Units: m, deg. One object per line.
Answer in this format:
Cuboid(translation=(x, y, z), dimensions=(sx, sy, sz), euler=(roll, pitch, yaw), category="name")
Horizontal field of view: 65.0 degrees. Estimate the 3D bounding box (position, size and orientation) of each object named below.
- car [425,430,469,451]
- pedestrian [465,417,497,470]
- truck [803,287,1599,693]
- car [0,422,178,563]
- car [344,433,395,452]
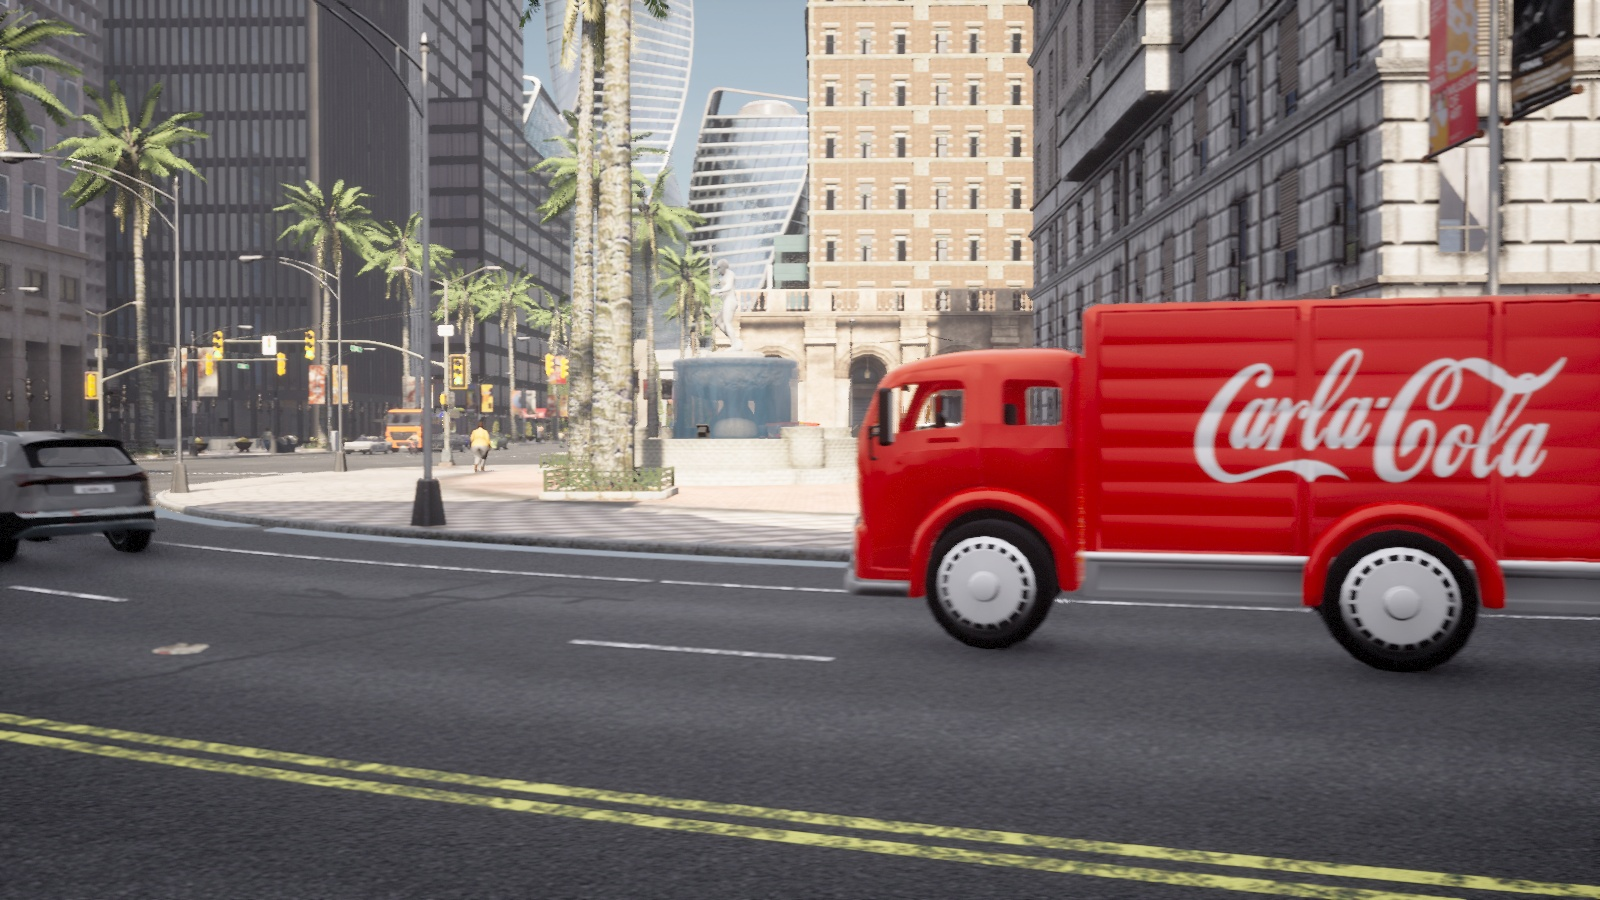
Cuboid(translation=(-26.826, -0.737, 95.636), dimensions=(1.837, 1.490, 4.892), euler=(0, 1, 2), category="car")
Cuboid(translation=(-11.156, -0.232, 43.928), dimensions=(0.874, 1.855, 0.900), euler=(0, 1, 1), category="pedestrian")
Cuboid(translation=(2.890, 0.205, 9.586), dimensions=(5.204, 2.467, 2.627), euler=(0, 1, 16), category="truck")
Cuboid(translation=(-10.626, 0.454, 17.021), dimensions=(4.856, 1.649, 2.033), euler=(1, 1, 38), category="car")
Cuboid(translation=(-30.529, -0.557, 89.162), dimensions=(1.895, 1.301, 4.718), euler=(0, 1, 2), category="car")
